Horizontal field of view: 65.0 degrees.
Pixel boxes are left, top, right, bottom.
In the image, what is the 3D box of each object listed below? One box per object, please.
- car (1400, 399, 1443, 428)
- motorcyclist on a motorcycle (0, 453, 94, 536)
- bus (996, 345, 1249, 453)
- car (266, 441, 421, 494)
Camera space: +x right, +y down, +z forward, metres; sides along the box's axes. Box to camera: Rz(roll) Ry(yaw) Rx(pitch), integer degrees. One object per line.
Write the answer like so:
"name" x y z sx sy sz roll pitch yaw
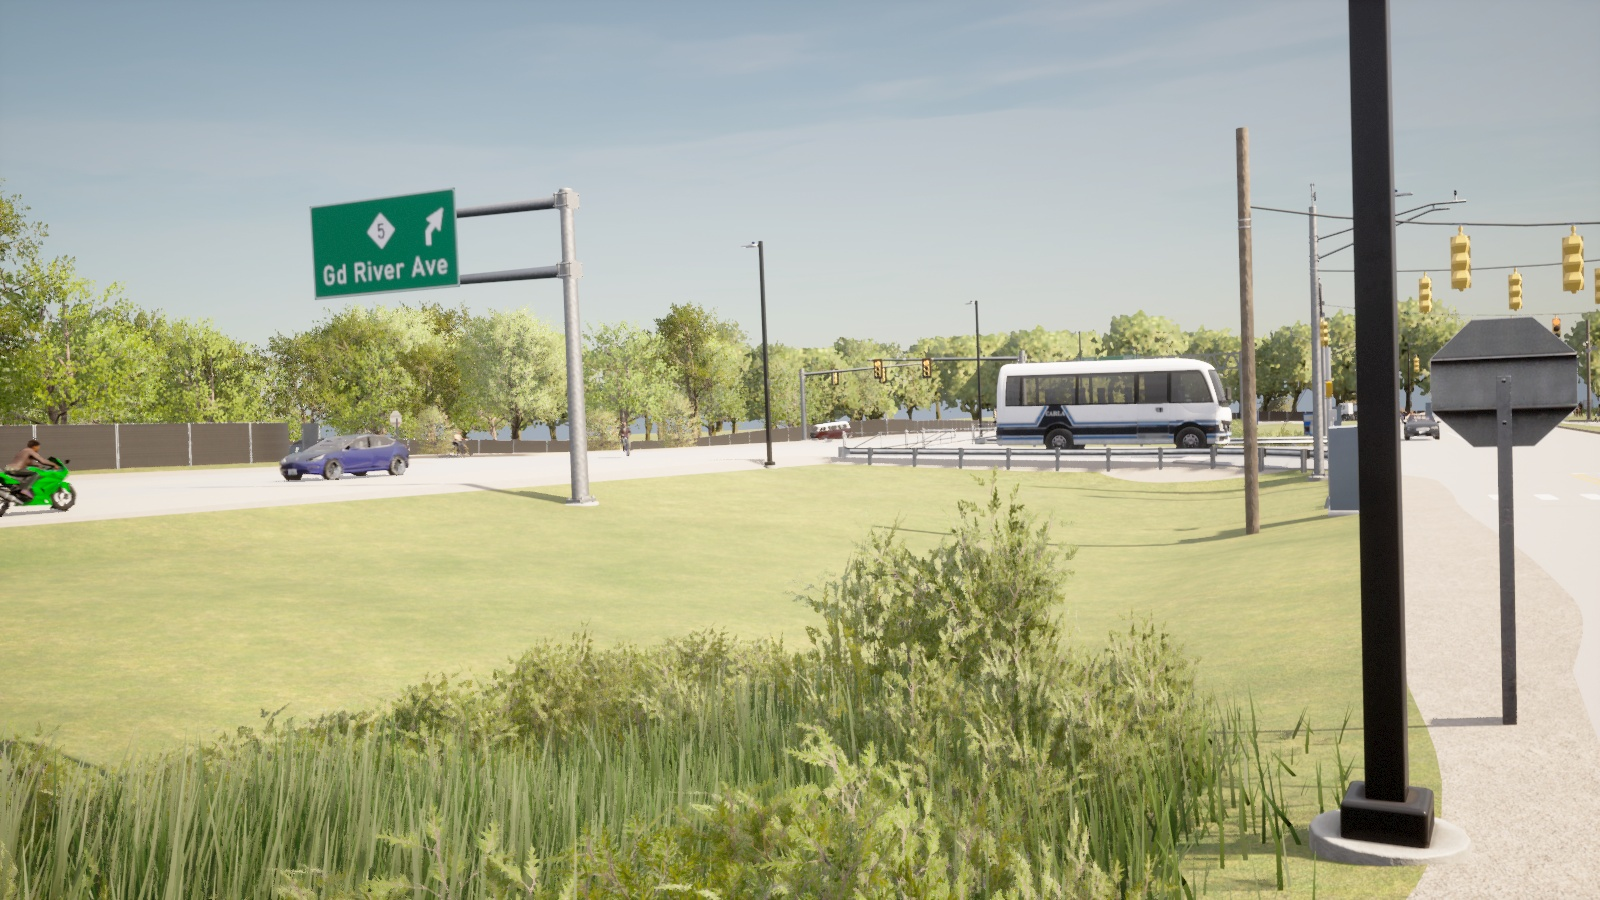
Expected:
"car" 37.254 -2.215 75.382 2.128 1.511 4.902 -3 2 25
"motorcyclist on a motorcycle" -15.546 0.887 25.397 0.797 1.523 2.044 -3 1 24
"bus" 14.374 -2.186 56.015 10.273 4.253 3.944 -2 2 24
"car" -15.416 0.559 42.696 2.163 1.488 4.792 -3 1 24
